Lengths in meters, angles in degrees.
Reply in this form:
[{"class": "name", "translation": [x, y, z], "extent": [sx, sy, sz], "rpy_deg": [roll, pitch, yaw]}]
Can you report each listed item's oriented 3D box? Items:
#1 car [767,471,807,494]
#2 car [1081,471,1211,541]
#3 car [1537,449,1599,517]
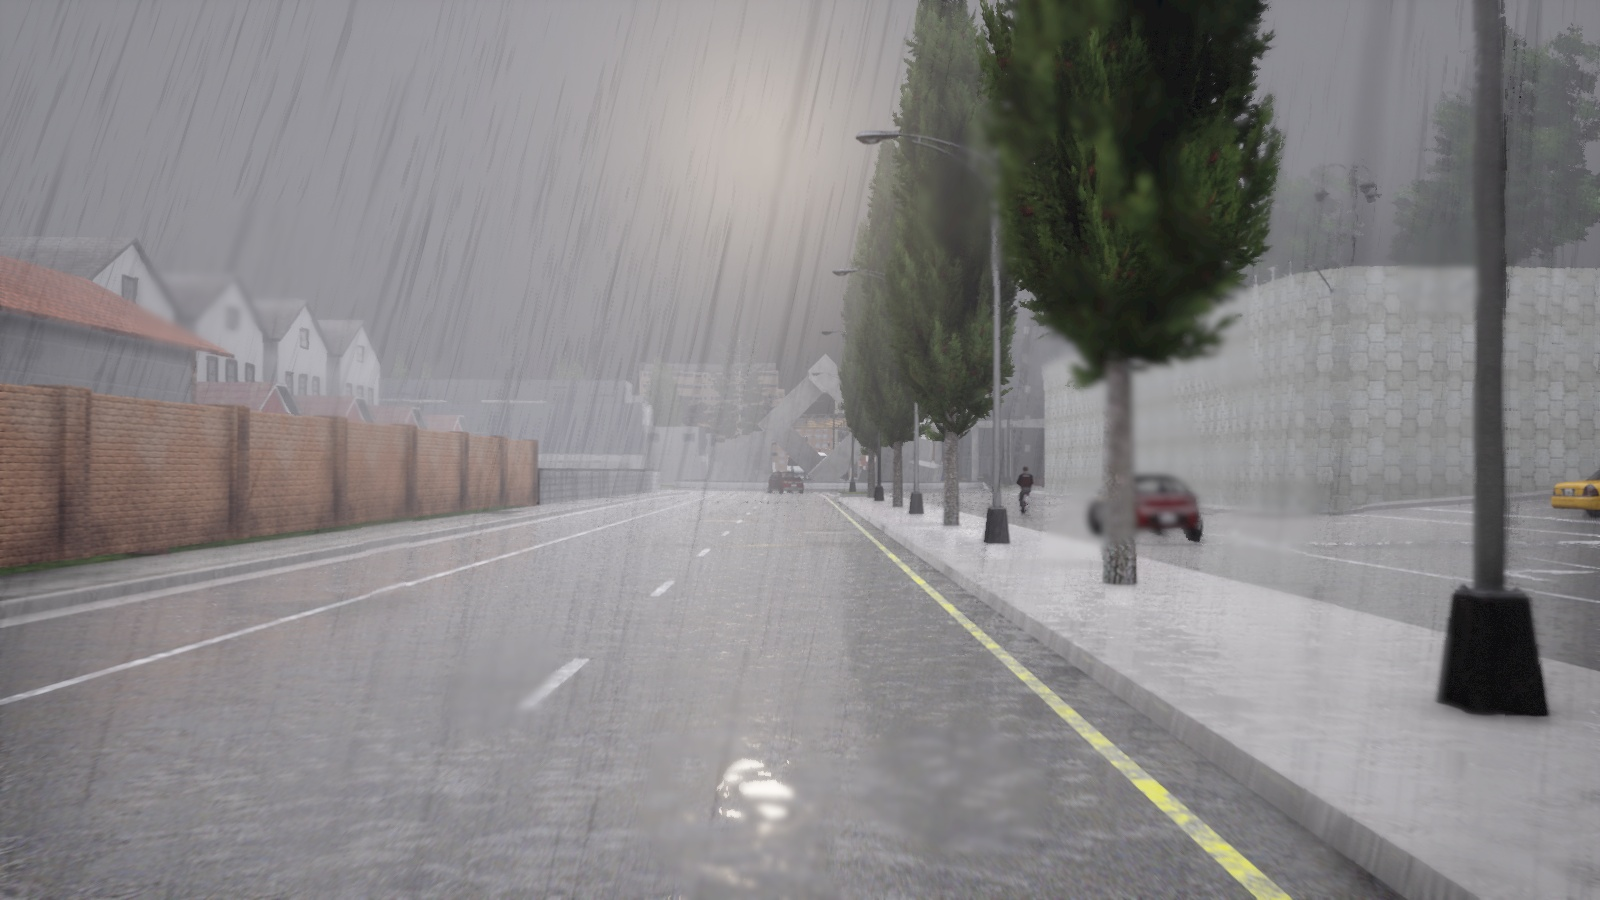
[{"class": "car", "translation": [-0.928, 2.249, 86.771], "extent": [1.789, 1.549, 3.705], "rpy_deg": [0, -1, -18]}, {"class": "car", "translation": [7.924, 1.247, 29.175], "extent": [1.816, 1.474, 4.193], "rpy_deg": [-1, -1, 0]}, {"class": "car", "translation": [22.127, 0.652, 32.143], "extent": [5.366, 1.575, 1.801], "rpy_deg": [-5, -1, -1]}]
